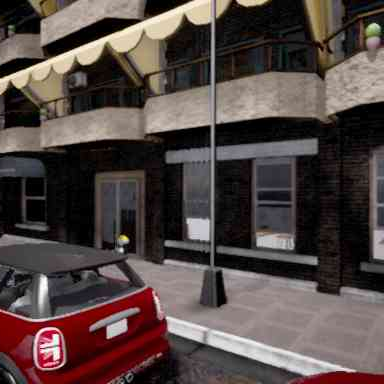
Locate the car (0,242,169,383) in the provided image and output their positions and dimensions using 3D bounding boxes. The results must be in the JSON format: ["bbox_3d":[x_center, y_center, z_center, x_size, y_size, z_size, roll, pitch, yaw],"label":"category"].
[{"bbox_3d":[-2.352,1.423,4.555,4.097,1.590,1.967,0,0,36],"label":"car"}]

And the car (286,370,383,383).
[{"bbox_3d":[2.246,1.587,1.275,4.206,1.307,1.802,0,0,36],"label":"car"}]
